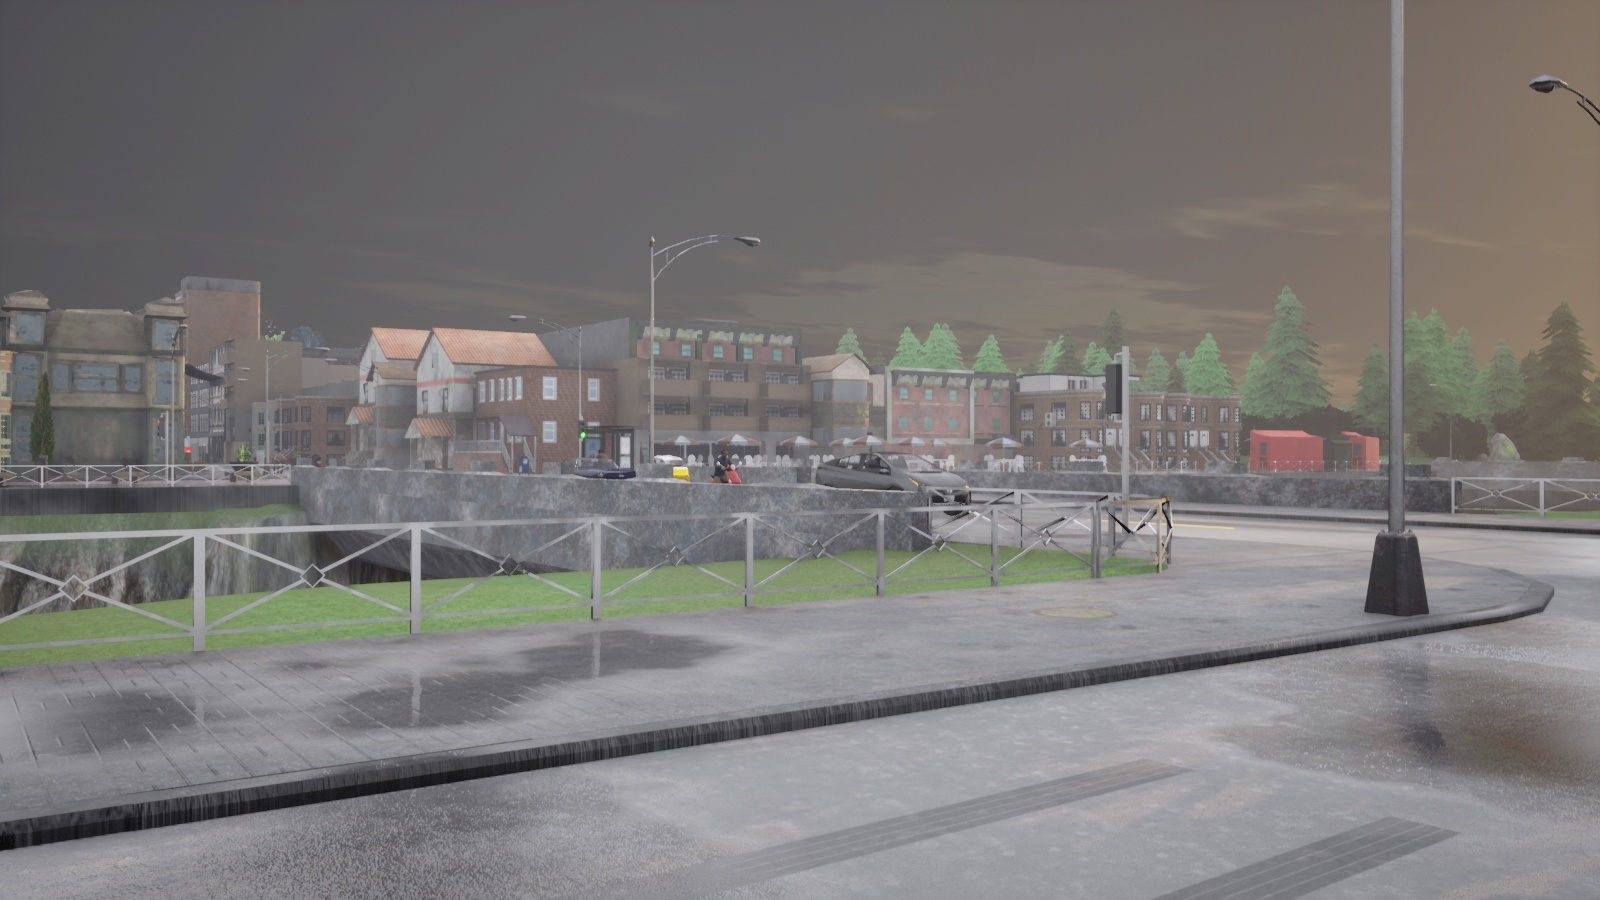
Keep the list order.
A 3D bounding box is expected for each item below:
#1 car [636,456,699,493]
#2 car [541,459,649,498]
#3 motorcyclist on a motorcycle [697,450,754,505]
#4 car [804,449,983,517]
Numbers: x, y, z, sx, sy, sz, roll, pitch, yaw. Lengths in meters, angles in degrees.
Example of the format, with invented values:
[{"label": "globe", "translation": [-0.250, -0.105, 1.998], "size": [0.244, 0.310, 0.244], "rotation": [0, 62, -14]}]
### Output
[{"label": "car", "translation": [-5.078, 0.923, 47.996], "size": [1.481, 1.376, 2.207], "rotation": [0, 0, -35]}, {"label": "car", "translation": [-7.285, 0.965, 44.165], "size": [1.895, 1.301, 4.718], "rotation": [0, 0, -35]}, {"label": "motorcyclist on a motorcycle", "translation": [-2.200, 0.789, 36.867], "size": [0.866, 1.590, 1.817], "rotation": [0, 0, -35]}, {"label": "car", "translation": [2.183, 0.758, 30.640], "size": [2.007, 1.525, 4.514], "rotation": [0, 0, -34]}]
